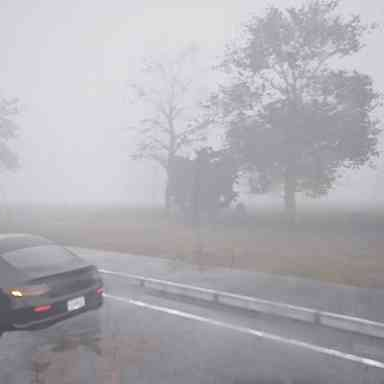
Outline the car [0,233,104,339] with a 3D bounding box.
[{"bbox_3d":[-3.685,1.518,6.274,4.674,1.442,1.812,0,0,33],"label":"car"}]
